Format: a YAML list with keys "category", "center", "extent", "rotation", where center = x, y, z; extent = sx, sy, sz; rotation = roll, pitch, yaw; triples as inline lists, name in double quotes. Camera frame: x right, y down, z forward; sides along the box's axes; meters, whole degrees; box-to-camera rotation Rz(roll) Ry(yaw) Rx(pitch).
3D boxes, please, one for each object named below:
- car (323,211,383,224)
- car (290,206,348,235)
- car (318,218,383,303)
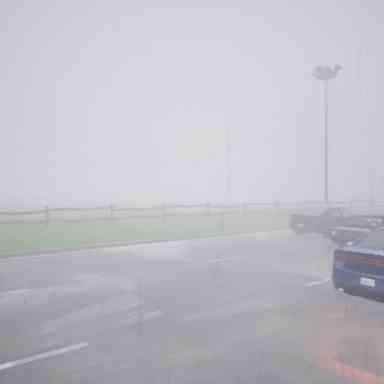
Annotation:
- category: "car"
  center: [7.669, 1.592, 13.524]
  extent: [4.718, 1.301, 1.895]
  rotation: [0, 0, -36]
- category: "car"
  center: [7.281, 1.467, 17.549]
  extent: [5.008, 1.535, 1.882]
  rotation: [0, 0, -36]
- category: "car"
  center: [5.190, 1.472, 7.454]
  extent: [5.008, 1.535, 1.882]
  rotation: [0, 0, -36]
